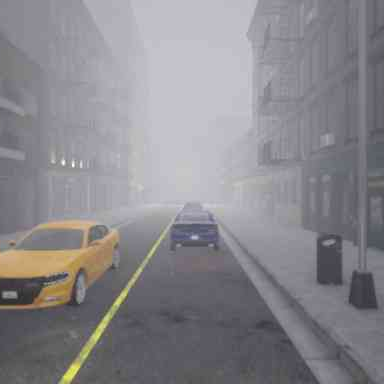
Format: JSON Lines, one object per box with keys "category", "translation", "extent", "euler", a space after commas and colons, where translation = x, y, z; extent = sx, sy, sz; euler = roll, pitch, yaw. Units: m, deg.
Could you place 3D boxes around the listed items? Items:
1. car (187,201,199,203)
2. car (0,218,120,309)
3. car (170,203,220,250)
{"category": "car", "translation": [0.108, 1.554, 32.572], "extent": [1.994, 1.385, 4.181], "euler": [0, 0, 0]}
{"category": "car", "translation": [-3.097, 1.475, 8.158], "extent": [1.882, 1.535, 5.008], "euler": [0, 0, 0]}
{"category": "car", "translation": [0.104, 1.474, 14.342], "extent": [1.882, 1.535, 5.008], "euler": [0, 0, 0]}
